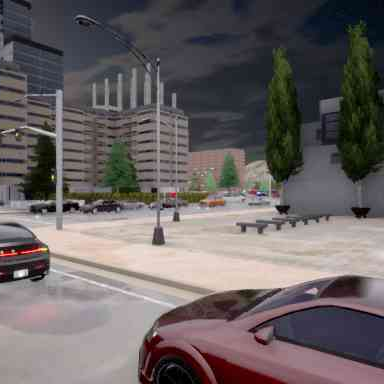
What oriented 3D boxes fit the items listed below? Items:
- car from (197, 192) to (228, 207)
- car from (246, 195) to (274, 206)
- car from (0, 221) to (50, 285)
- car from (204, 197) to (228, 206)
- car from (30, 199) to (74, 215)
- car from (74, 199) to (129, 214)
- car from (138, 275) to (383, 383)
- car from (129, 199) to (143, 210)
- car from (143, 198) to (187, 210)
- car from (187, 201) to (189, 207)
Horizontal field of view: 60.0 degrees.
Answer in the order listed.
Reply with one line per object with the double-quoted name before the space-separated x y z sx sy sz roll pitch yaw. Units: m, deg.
"car" 3.035 1.352 49.817 2.097 1.767 4.553 0 0 40
"car" 10.853 1.600 53.350 1.895 1.301 4.718 0 0 40
"car" -5.535 1.505 8.714 4.892 1.490 1.837 0 0 40
"car" 4.072 1.564 56.426 1.994 1.385 4.181 0 0 41
"car" -14.302 1.478 34.783 1.882 1.535 5.008 0 0 40
"car" -9.446 1.505 35.102 1.837 1.490 4.892 0 0 40
"car" 1.446 1.564 3.208 4.181 1.385 1.994 0 0 37
"car" -8.268 1.601 41.909 1.895 1.301 4.718 0 0 40
"car" -3.365 1.491 42.281 2.128 1.511 4.902 0 0 40
"car" -2.402 1.564 48.825 1.994 1.385 4.181 0 0 41
